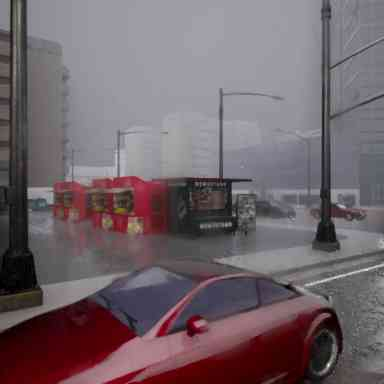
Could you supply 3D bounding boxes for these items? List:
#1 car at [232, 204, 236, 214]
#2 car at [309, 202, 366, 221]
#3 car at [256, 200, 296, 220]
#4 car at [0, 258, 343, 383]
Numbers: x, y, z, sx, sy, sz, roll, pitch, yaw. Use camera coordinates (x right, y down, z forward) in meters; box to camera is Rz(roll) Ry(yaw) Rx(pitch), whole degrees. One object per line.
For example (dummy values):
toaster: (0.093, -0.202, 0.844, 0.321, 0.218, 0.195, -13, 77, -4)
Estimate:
car: (6.485, 1.705, 36.164, 2.128, 1.511, 4.902, 0, -1, -36)
car: (12.232, 1.625, 28.209, 1.812, 1.442, 4.674, 0, -1, -36)
car: (6.962, 1.493, 29.522, 2.097, 1.767, 4.553, 0, -1, -36)
car: (-0.117, 1.563, 3.892, 4.181, 1.385, 1.994, 0, 0, -35)
